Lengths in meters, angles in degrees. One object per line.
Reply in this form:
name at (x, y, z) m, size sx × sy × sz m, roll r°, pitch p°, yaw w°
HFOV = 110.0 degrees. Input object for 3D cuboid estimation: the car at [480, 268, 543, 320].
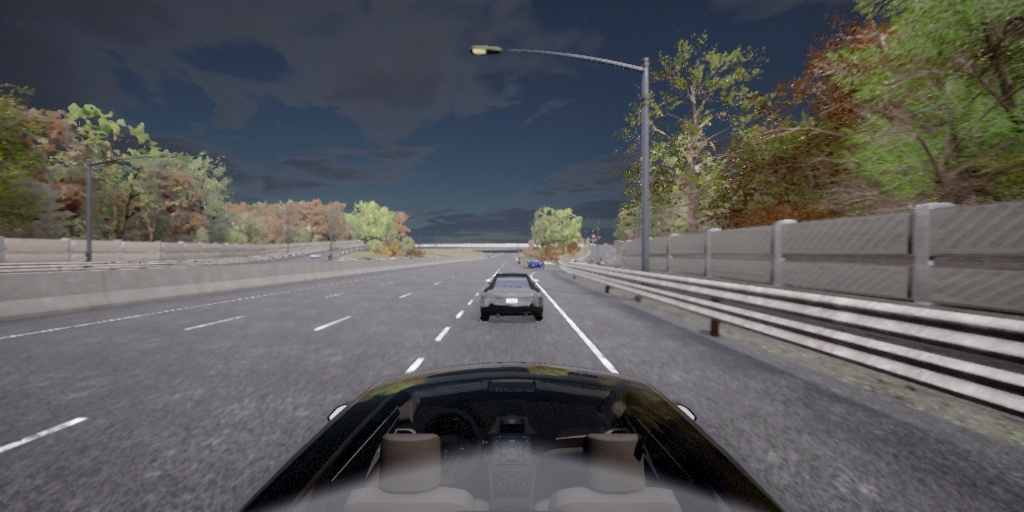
car at (-0.004, 1.280, 12.549) m, size 1.994 × 1.385 × 4.181 m, roll 0°, pitch 0°, yaw 0°

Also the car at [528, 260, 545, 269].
car at (3.835, 1.285, 54.877) m, size 1.882 × 1.535 × 5.008 m, roll 0°, pitch -2°, yaw 17°
